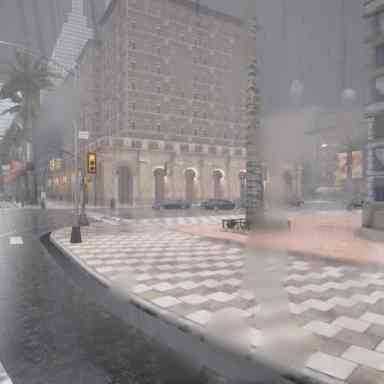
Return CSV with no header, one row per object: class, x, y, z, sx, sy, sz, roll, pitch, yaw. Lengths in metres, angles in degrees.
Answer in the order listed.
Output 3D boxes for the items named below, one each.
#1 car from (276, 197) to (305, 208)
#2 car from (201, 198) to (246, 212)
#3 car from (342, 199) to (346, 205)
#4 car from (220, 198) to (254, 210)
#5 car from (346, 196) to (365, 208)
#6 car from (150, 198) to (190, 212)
car,14.612,1.505,49.329,4.892,1.490,1.837,0,0,-30
car,3.413,1.505,38.612,4.892,1.490,1.837,0,0,-30
car,27.827,1.497,56.985,4.902,1.511,2.128,0,0,-31
car,5.973,1.564,44.336,4.181,1.385,1.994,0,0,-29
car,24.548,1.547,46.797,5.357,1.411,2.033,0,0,-31
car,-2.576,1.492,39.399,4.902,1.511,2.128,0,0,-28
